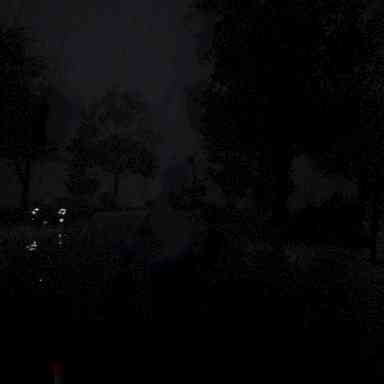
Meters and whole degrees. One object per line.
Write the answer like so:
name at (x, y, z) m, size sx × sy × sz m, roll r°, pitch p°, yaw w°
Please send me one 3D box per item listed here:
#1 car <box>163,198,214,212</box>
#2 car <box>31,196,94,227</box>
car at (-0.354, 1.251, 32.219) m, size 4.718 × 1.301 × 1.895 m, roll 0°, pitch 1°, yaw -25°
car at (-7.749, 1.055, 20.321) m, size 2.097 × 1.767 × 4.553 m, roll 1°, pitch 1°, yaw 6°
